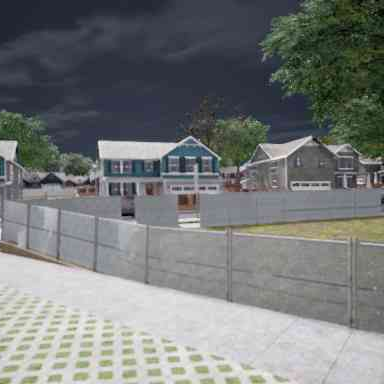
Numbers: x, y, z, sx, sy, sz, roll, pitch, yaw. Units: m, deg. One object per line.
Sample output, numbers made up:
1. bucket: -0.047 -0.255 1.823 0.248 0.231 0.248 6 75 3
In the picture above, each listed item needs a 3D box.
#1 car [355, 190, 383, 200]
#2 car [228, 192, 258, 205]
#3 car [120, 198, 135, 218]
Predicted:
1. car: 15.581 0.506 28.834 4.674 1.442 1.812 -2 -1 -17
2. car: 4.431 0.811 25.553 4.892 1.490 1.837 -2 0 -17
3. car: -5.143 1.136 22.471 5.357 1.411 2.033 -2 -1 -18
